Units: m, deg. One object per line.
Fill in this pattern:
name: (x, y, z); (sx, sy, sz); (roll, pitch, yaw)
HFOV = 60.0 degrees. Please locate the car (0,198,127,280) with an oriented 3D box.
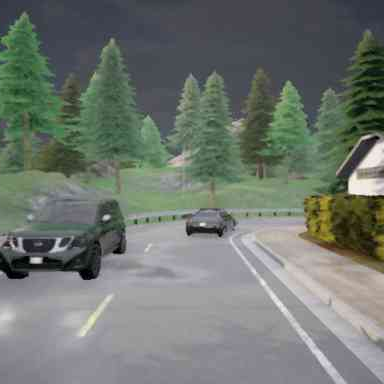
car: (-3.528, 1.219, 10.342); (2.150, 2.045, 5.566); (0, 0, 1)

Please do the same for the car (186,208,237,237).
car: (1.149, 1.545, 18.193); (1.994, 1.385, 4.181); (0, 0, 18)
